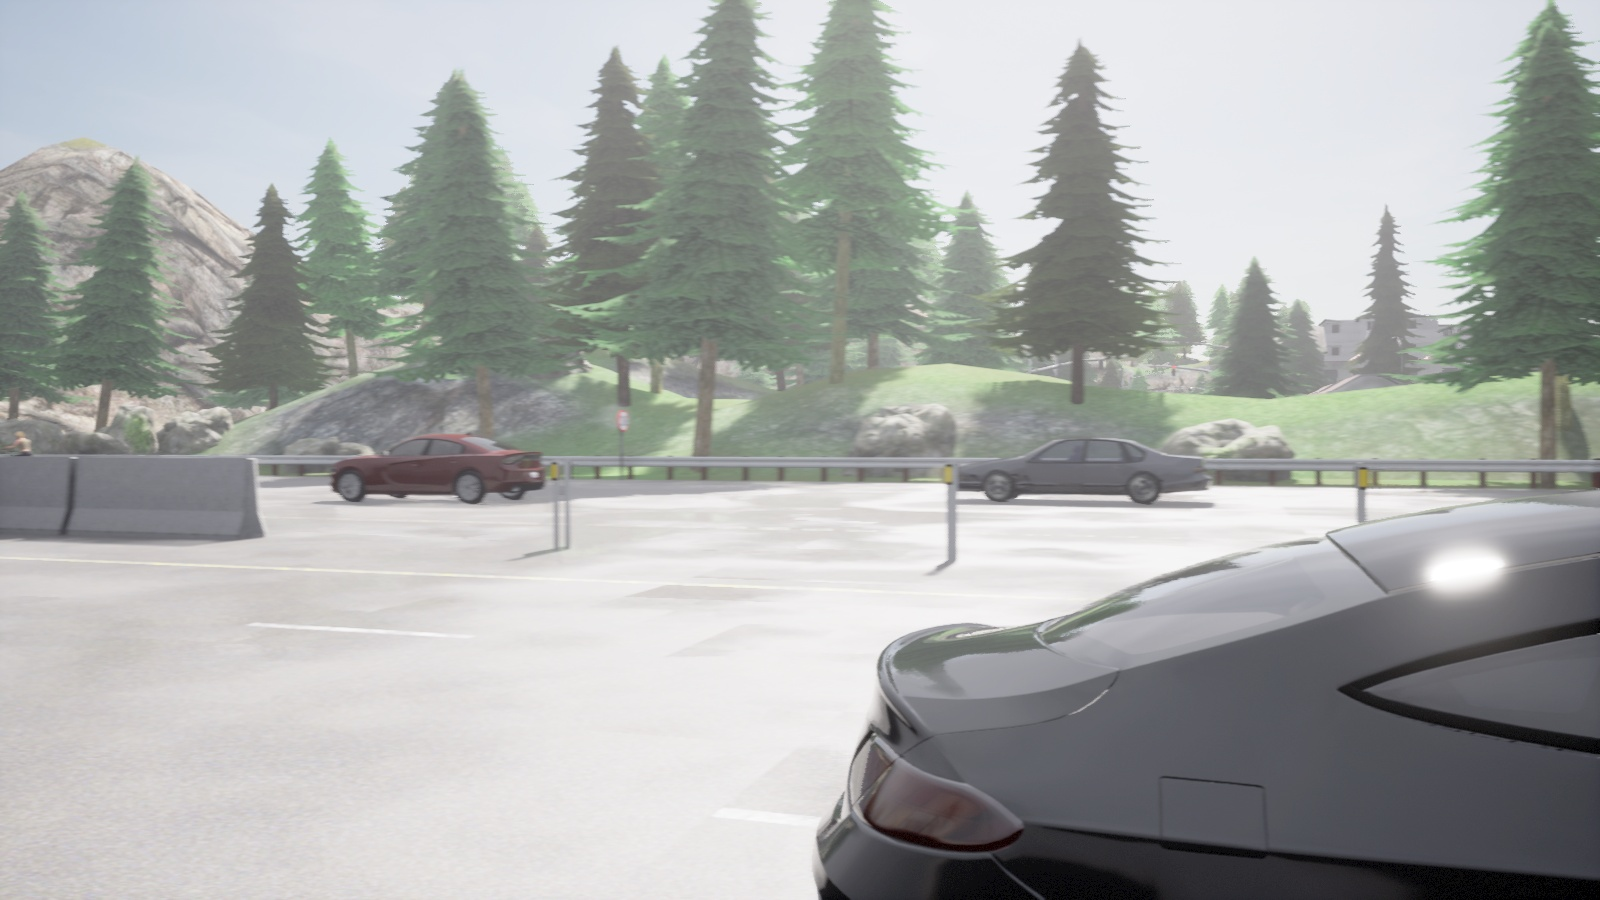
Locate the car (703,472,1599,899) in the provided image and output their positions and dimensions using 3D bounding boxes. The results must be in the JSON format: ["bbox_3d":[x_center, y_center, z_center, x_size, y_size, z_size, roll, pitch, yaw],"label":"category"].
[{"bbox_3d":[2.327,0.823,2.411,4.674,1.442,1.812,1,1,19],"label":"car"}]

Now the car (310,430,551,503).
[{"bbox_3d":[-8.273,0.322,28.132,5.008,1.535,1.882,0,1,19],"label":"car"}]

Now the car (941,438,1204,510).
[{"bbox_3d":[5.883,0.463,27.066,5.357,1.411,2.033,1,1,18],"label":"car"}]
